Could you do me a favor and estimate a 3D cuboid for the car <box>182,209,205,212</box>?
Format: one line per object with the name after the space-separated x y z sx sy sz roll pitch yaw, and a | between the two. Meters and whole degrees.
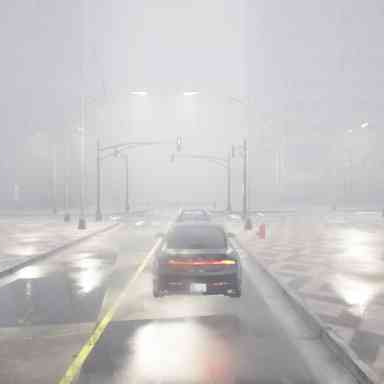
0.066 1.556 17.413 1.994 1.385 4.181 0 0 1 | car

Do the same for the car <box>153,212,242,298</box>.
0.103 1.502 8.510 1.837 1.490 4.892 0 0 0 | car
